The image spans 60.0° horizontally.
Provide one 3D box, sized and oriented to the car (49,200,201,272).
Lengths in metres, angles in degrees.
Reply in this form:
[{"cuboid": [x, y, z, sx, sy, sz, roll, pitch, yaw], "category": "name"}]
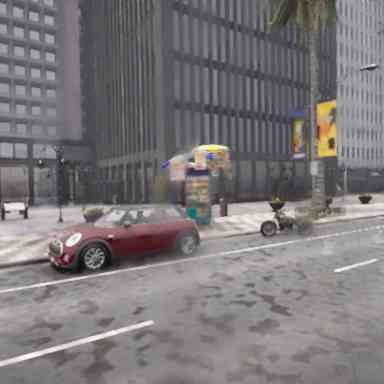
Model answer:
[{"cuboid": [-2.017, 1.205, 10.472, 4.553, 1.767, 2.185, -2, 1, -34], "category": "car"}]
